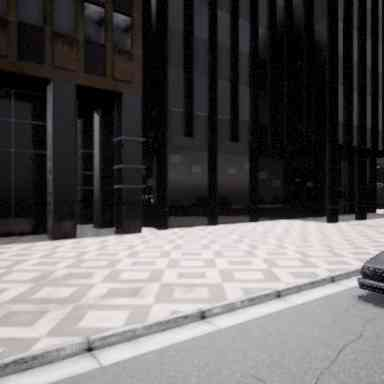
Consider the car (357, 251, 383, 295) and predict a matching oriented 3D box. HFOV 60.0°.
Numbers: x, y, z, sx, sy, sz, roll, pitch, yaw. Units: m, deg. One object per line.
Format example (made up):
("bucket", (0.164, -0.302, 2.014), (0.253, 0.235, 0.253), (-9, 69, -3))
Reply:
("car", (6.010, 1.512, 7.662), (5.357, 1.411, 2.033), (0, 0, -35))
